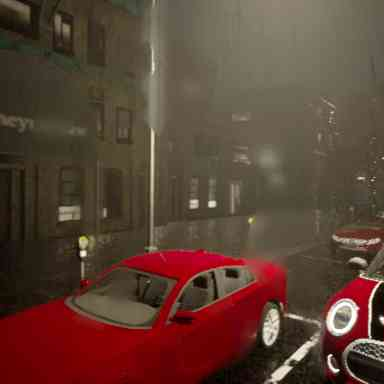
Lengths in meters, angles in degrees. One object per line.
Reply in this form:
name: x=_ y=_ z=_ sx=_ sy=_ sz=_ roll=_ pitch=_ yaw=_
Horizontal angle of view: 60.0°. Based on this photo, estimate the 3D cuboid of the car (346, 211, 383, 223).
car: x=6.699 y=1.594 z=12.774 sx=1.802 sy=1.307 sz=4.206 roll=1 pitch=0 yaw=39

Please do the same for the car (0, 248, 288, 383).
car: x=-0.344 y=1.495 z=4.200 sx=1.887 sy=1.381 sz=4.507 roll=1 pitch=0 yaw=39

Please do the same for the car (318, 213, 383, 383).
car: x=3.409 y=1.371 z=4.521 sx=2.097 sy=1.767 sz=4.553 roll=1 pitch=1 yaw=39
